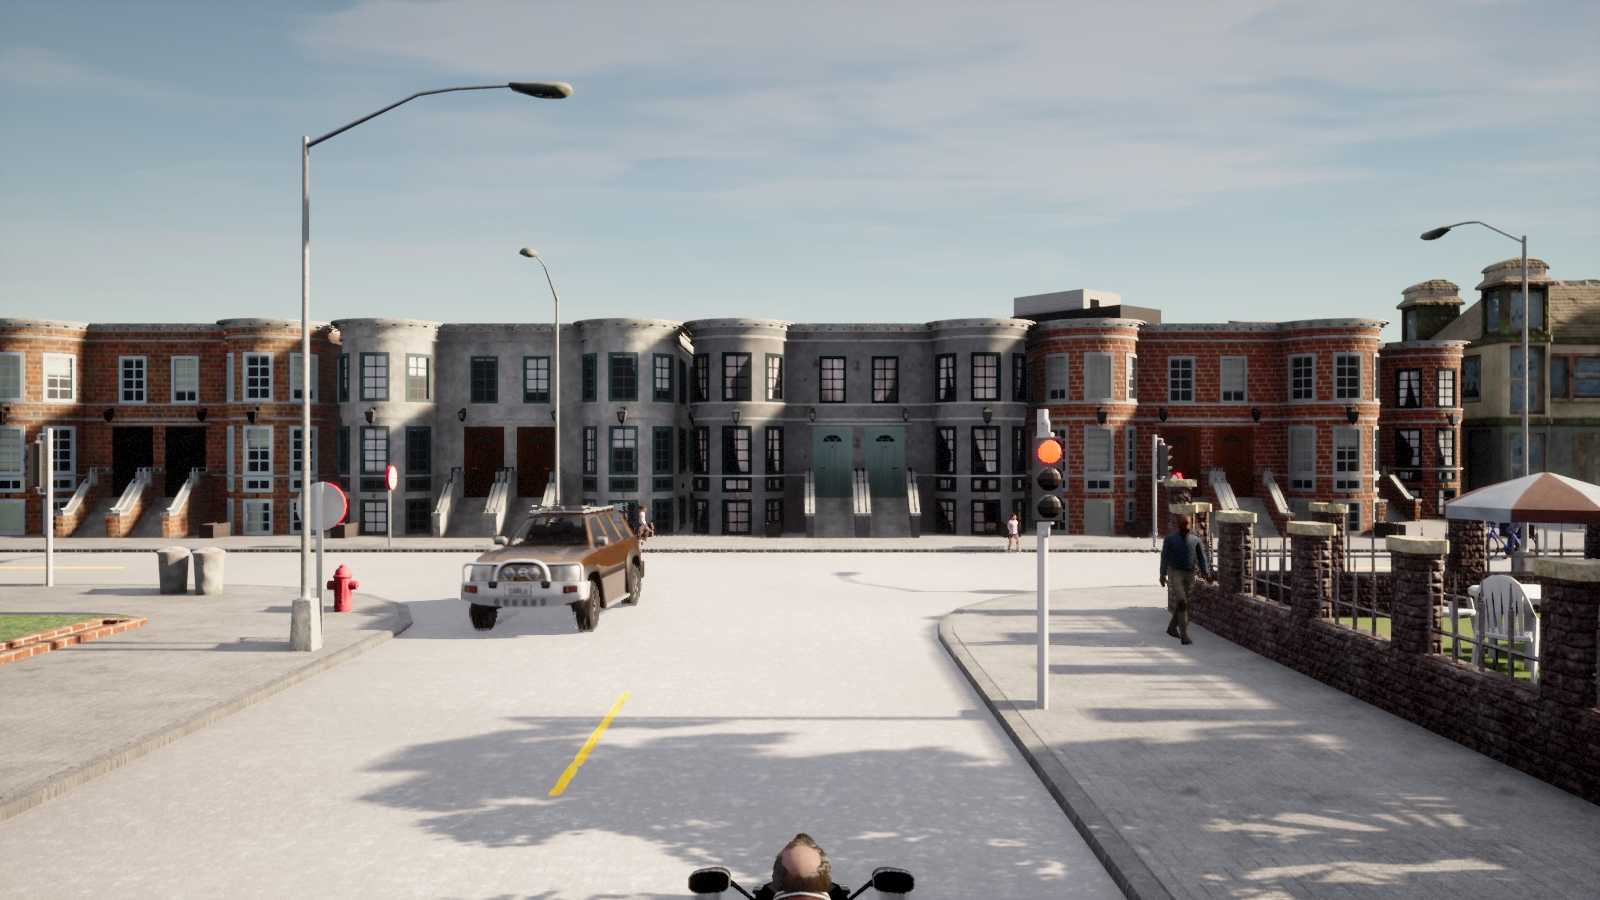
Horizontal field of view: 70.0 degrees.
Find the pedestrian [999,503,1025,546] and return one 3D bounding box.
[{"bbox_3d":[5.716,1.996,30.749,0.500,1.100,0.500,0,0,-21],"label":"pedestrian"}]

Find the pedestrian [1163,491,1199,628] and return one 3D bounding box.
[{"bbox_3d":[5.293,1.509,15.882,0.375,1.860,0.375,0,0,-1],"label":"pedestrian"}]

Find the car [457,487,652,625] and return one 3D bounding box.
[{"bbox_3d":[-3.913,1.636,19.095,1.932,1.855,4.605,0,0,4],"label":"car"}]

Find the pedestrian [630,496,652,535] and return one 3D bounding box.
[{"bbox_3d":[-4.590,1.891,32.949,0.500,1.100,0.500,0,0,11],"label":"pedestrian"}]
